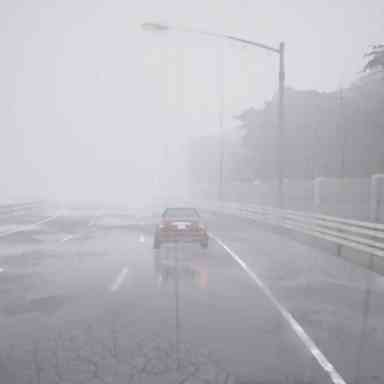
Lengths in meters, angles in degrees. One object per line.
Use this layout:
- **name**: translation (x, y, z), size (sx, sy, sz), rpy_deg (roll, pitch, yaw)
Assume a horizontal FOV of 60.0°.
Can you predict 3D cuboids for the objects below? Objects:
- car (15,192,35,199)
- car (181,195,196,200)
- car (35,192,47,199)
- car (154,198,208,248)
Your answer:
- **car**: translation (-40.246, 1.141, 80.041), size (4.181, 1.385, 1.994), rpy_deg (1, 0, 43)
- **car**: translation (-0.896, 1.475, 91.487), size (1.994, 1.385, 4.181), rpy_deg (1, 0, 39)
- **car**: translation (-37.807, 1.198, 82.548), size (4.718, 1.301, 1.895), rpy_deg (1, 0, 43)
- **car**: translation (-0.597, 1.335, 14.766), size (2.097, 1.767, 4.553), rpy_deg (0, 0, -5)
